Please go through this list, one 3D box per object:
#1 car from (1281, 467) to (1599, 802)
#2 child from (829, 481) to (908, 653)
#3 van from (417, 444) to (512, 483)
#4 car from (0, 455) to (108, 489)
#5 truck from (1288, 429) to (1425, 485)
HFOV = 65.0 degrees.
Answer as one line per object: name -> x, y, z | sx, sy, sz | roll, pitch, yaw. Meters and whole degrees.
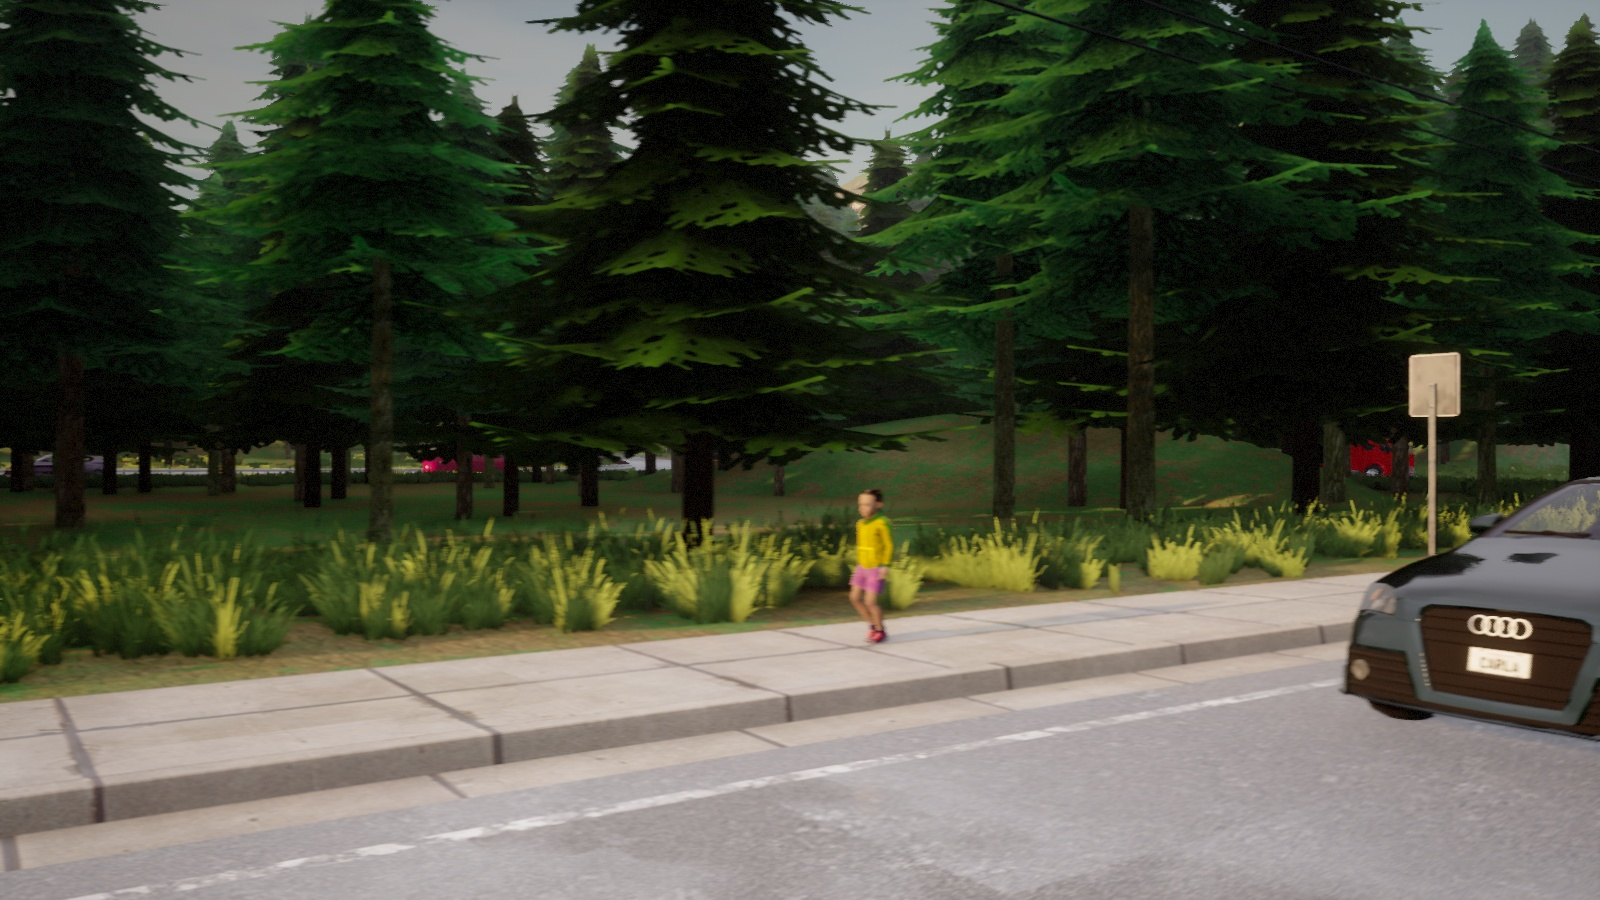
car -> 4.830, 0.812, 7.001 | 4.181, 1.385, 1.994 | 0, 0, -35
child -> 0.485, 0.805, 8.821 | 0.473, 1.160, 0.299 | 0, 0, -39
van -> -17.352, 0.681, 65.030 | 4.442, 1.987, 1.775 | 0, 0, -35
car -> -34.179, 0.968, 57.506 | 4.193, 1.474, 1.816 | 0, 0, -36
truck -> 25.778, 0.319, 58.322 | 2.627, 2.467, 5.204 | 0, 0, -38
